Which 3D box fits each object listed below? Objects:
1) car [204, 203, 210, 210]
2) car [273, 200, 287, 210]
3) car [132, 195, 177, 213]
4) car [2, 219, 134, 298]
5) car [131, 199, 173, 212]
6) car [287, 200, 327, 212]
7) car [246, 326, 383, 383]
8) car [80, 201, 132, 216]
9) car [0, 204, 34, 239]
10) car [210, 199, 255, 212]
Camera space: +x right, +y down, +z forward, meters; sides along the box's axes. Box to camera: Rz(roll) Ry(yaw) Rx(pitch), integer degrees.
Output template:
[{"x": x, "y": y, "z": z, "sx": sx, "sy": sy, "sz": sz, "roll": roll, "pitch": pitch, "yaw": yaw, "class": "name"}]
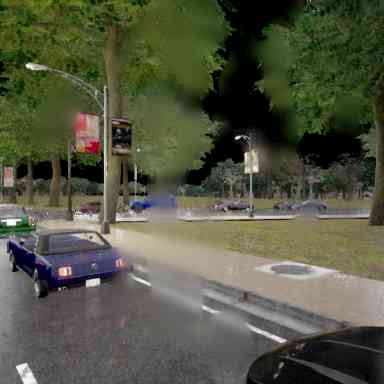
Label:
[{"x": 3.867, "y": 1.708, "z": 43.696, "sx": 4.674, "sy": 1.442, "sz": 1.812, "roll": 0, "pitch": 0, "yaw": -15, "class": "car"}, {"x": 13.443, "y": 1.806, "z": 46.178, "sx": 4.181, "sy": 1.385, "sz": 1.994, "roll": 0, "pitch": 0, "yaw": -15, "class": "car"}, {"x": -4.446, "y": 1.352, "z": 38.186, "sx": 5.566, "sy": 2.045, "sz": 2.150, "roll": 0, "pitch": 0, "yaw": -15, "class": "car"}, {"x": -3.428, "y": 1.601, "z": 8.687, "sx": 1.895, "sy": 1.301, "sz": 4.718, "roll": 0, "pitch": 0, "yaw": -38, "class": "car"}, {"x": -4.971, "y": 1.623, "z": 41.405, "sx": 4.902, "sy": 1.511, "sz": 2.128, "roll": 0, "pitch": 0, "yaw": -14, "class": "car"}, {"x": 15.230, "y": 1.775, "z": 43.283, "sx": 4.674, "sy": 1.442, "sz": 1.812, "roll": 0, "pitch": 0, "yaw": -14, "class": "car"}, {"x": 2.368, "y": 1.478, "z": 1.232, "sx": 1.882, "sy": 1.535, "sz": 5.008, "roll": 0, "pitch": 0, "yaw": -38, "class": "car"}, {"x": -8.783, "y": 1.626, "z": 33.495, "sx": 4.674, "sy": 1.442, "sz": 1.812, "roll": 0, "pitch": 0, "yaw": -15, "class": "car"}, {"x": -8.941, "y": 1.352, "z": 15.787, "sx": 2.097, "sy": 1.767, "sz": 4.553, "roll": 0, "pitch": 0, "yaw": -38, "class": "car"}, {"x": 5.235, "y": 1.678, "z": 40.696, "sx": 4.902, "sy": 1.511, "sz": 2.128, "roll": 0, "pitch": 0, "yaw": -14, "class": "car"}]
